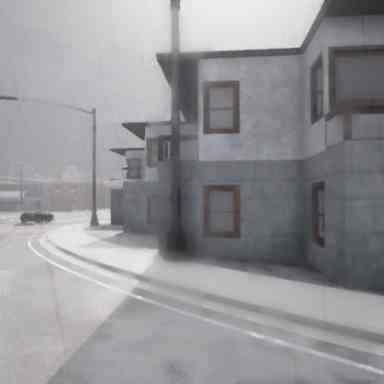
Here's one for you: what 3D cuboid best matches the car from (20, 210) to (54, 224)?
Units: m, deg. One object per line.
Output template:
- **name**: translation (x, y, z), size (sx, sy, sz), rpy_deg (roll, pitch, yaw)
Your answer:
- **car**: translation (-17.347, 2.770, 37.513), size (2.128, 1.511, 4.902), rpy_deg (0, -2, 3)
